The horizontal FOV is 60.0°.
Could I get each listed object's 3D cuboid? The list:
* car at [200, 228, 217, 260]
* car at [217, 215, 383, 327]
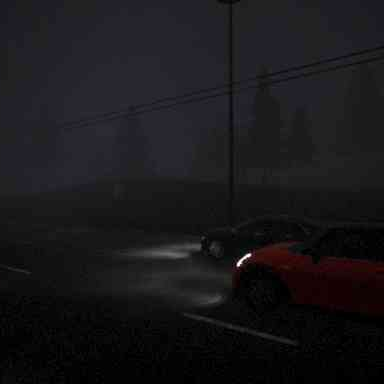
[{"bbox_3d":[2.536,1.503,10.785,4.892,1.490,1.837,0,0,36],"label":"car"},{"bbox_3d":[3.005,1.348,6.147,4.553,1.767,2.097,0,0,36],"label":"car"}]
